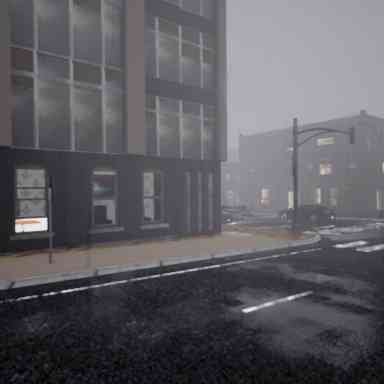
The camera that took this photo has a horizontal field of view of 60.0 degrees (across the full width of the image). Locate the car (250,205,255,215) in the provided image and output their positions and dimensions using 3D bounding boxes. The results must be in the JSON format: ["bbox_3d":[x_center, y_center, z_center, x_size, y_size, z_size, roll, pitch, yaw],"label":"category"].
[{"bbox_3d":[5.262,1.921,38.111,2.008,1.369,4.403,-2,0,-37],"label":"car"}]

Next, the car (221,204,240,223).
[{"bbox_3d":[1.635,1.935,28.519,1.947,1.339,4.313,-2,0,-37],"label":"car"}]

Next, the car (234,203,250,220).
[{"bbox_3d":[2.890,1.892,31.405,1.812,1.442,4.674,-1,0,-37],"label":"car"}]

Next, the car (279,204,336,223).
[{"bbox_3d":[9.470,1.735,27.703,1.837,1.490,4.892,0,-1,-35],"label":"car"}]
